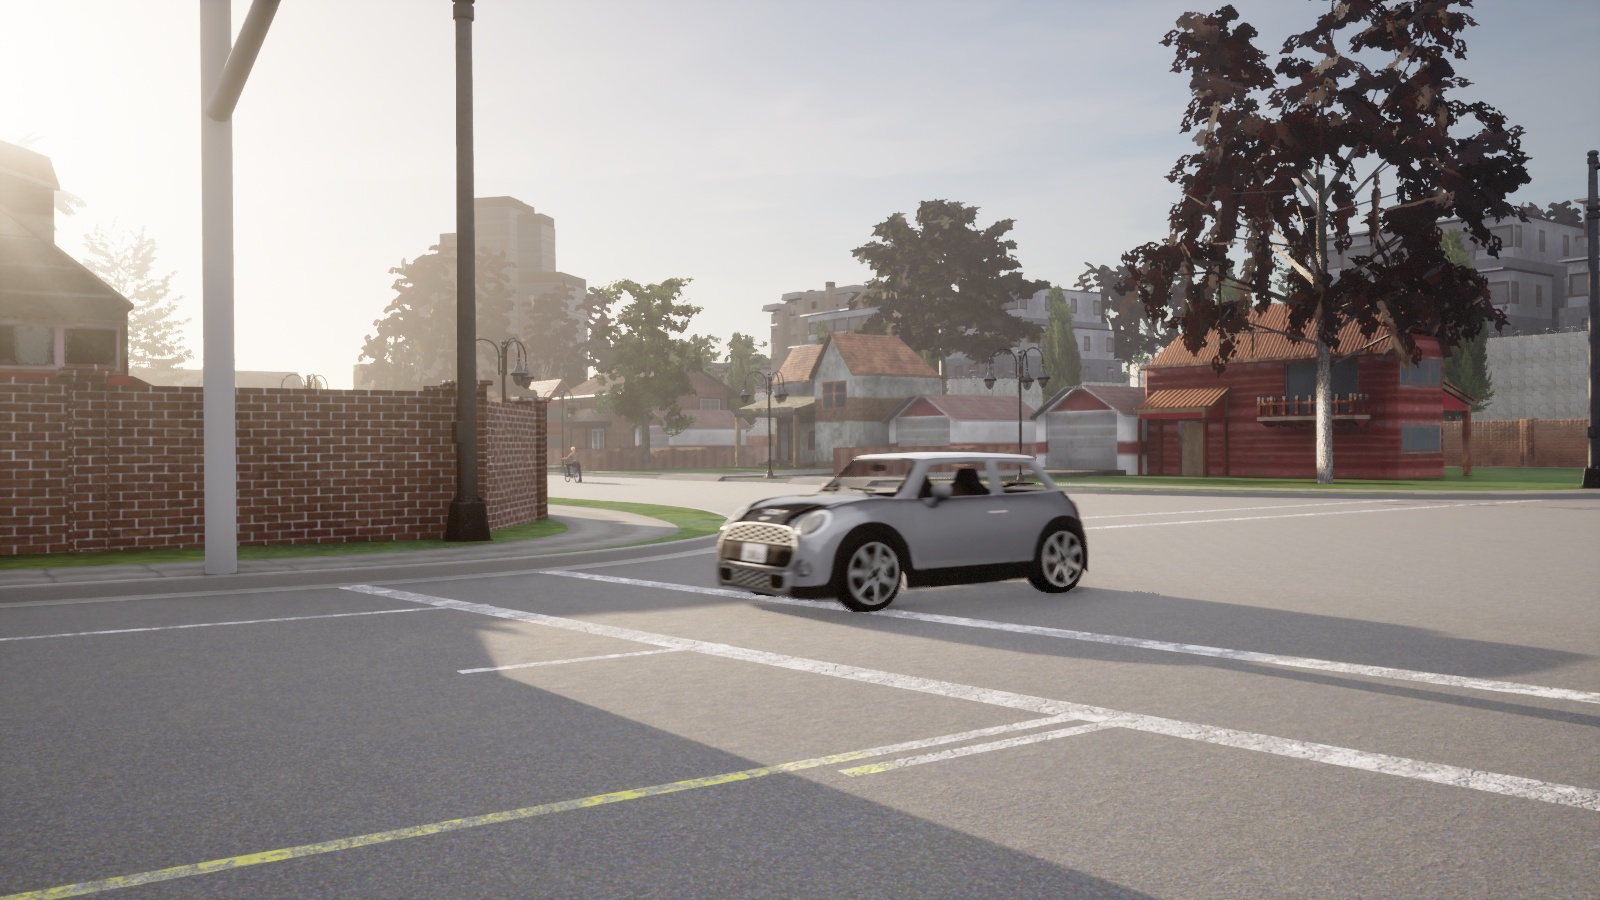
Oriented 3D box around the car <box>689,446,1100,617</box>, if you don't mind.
[{"bbox_3d":[1.018,0.714,12.898,3.806,1.475,1.970,-1,0,-35],"label":"car"}]
